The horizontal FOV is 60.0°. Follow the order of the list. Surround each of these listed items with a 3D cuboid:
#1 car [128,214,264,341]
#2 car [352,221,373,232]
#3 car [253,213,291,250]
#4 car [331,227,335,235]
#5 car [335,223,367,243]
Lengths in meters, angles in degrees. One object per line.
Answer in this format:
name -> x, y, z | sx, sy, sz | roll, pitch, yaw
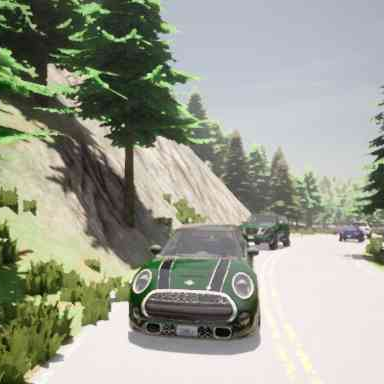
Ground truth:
car -> 0.290, 1.484, 7.011 | 2.097, 1.767, 4.553 | 0, -2, 9
car -> 20.499, 4.616, 40.351 | 2.150, 2.045, 5.566 | 0, -6, 31
car -> 4.367, 2.262, 19.850 | 2.150, 2.045, 5.566 | -1, -5, 28
car -> 22.257, 5.794, 49.987 | 1.812, 1.442, 4.674 | 0, -6, 29
car -> 15.149, 3.971, 31.488 | 1.812, 1.442, 4.674 | 0, -6, 32
